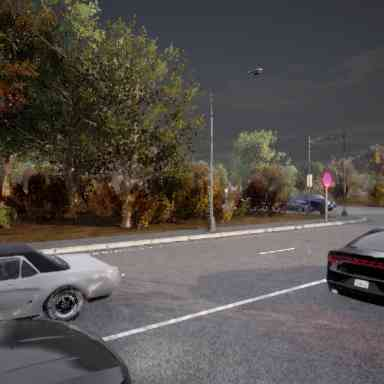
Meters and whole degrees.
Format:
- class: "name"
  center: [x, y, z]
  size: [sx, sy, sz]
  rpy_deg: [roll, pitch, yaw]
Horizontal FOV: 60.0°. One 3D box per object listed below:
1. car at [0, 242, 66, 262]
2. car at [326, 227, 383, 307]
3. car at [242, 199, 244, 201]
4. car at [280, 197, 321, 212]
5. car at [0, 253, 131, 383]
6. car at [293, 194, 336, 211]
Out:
- class: "car"
  center: [-3.766, 1.601, 5.601]
  size: [4.718, 1.301, 1.895]
  rpy_deg: [0, 0, -36]
- class: "car"
  center: [5.022, 1.477, 7.349]
  size: [5.008, 1.535, 1.882]
  rpy_deg: [0, 0, -36]
- class: "car"
  center: [7.591, 1.520, 45.319]
  size: [1.812, 1.442, 4.674]
  rpy_deg: [0, 0, -32]
- class: "car"
  center: [12.118, 1.563, 38.193]
  size: [1.994, 1.385, 4.181]
  rpy_deg: [0, 0, -32]
- class: "car"
  center: [-2.697, 1.505, 1.815]
  size: [4.892, 1.490, 1.837]
  rpy_deg: [0, 0, -36]
- class: "car"
  center: [14.720, 1.220, 40.663]
  size: [2.150, 2.045, 5.566]
  rpy_deg: [0, 0, -31]
